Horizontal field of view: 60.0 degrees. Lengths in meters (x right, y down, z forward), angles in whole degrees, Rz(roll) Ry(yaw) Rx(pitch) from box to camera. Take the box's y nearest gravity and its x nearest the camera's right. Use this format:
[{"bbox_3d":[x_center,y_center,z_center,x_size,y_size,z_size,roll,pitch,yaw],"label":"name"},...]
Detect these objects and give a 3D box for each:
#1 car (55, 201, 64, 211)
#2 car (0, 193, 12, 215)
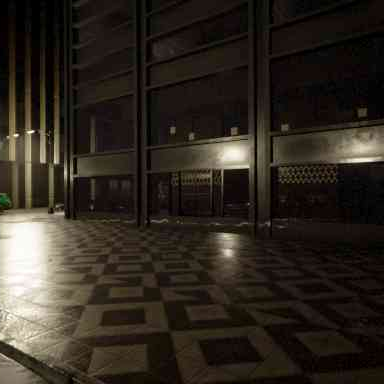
[{"bbox_3d":[-13.394,1.337,38.603,1.882,1.535,5.008,0,0,35],"label":"car"},{"bbox_3d":[-19.415,1.125,30.072,2.150,2.045,5.566,0,0,37],"label":"car"}]
